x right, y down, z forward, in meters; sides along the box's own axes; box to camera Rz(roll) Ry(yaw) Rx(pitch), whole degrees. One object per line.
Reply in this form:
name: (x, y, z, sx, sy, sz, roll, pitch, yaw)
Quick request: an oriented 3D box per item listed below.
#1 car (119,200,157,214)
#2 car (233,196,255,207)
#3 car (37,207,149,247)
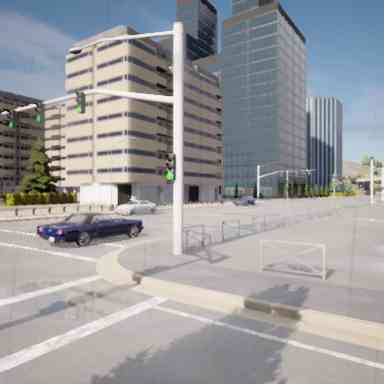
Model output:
car: (-5.353, 1.517, 32.497, 1.812, 1.442, 4.674, 0, 0, 34)
car: (8.209, 1.342, 52.250, 2.097, 1.767, 4.553, 0, 0, 35)
car: (-4.367, 1.596, 15.170, 1.895, 1.301, 4.718, 0, 0, 34)
